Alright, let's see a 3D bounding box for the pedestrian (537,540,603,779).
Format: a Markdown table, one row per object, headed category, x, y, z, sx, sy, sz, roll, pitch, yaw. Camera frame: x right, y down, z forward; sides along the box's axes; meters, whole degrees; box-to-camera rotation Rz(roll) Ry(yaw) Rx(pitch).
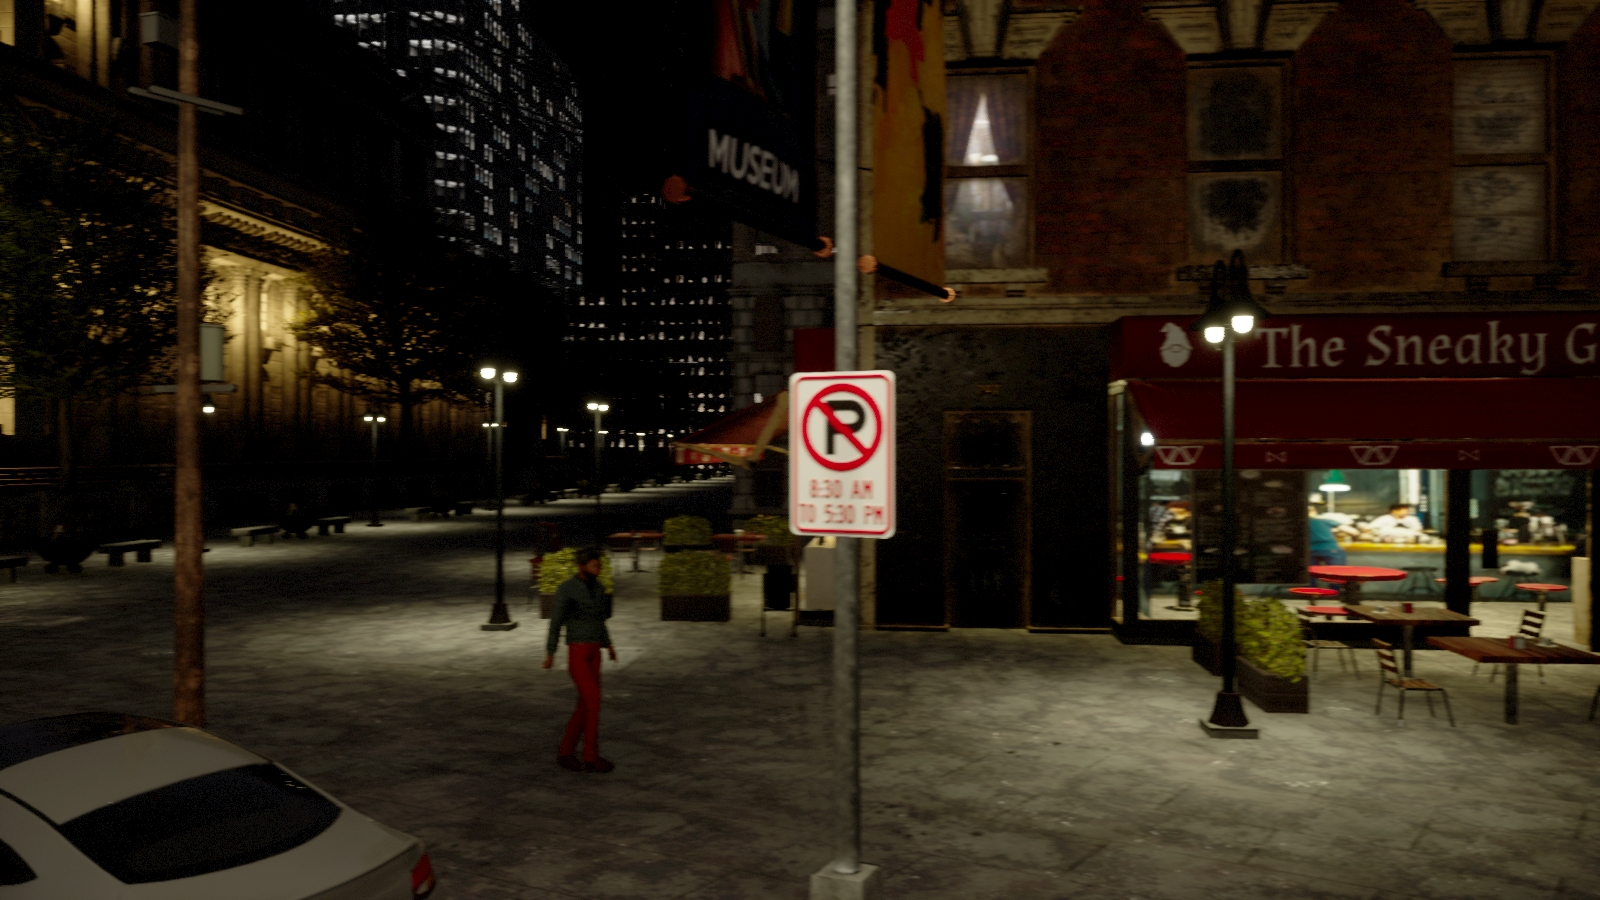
| category | x | y | z | sx | sy | sz | roll | pitch | yaw |
| --- | --- | --- | --- | --- | --- | --- | --- | --- | --- |
| pedestrian | -1.881 | 1.689 | 9.344 | 0.375 | 1.860 | 0.375 | 0 | 0 | 31 |
